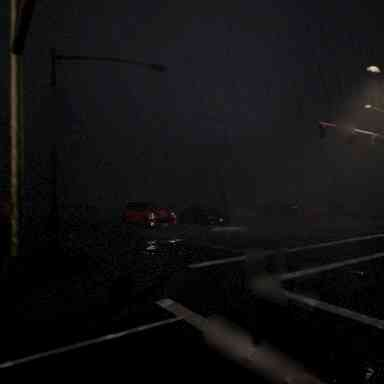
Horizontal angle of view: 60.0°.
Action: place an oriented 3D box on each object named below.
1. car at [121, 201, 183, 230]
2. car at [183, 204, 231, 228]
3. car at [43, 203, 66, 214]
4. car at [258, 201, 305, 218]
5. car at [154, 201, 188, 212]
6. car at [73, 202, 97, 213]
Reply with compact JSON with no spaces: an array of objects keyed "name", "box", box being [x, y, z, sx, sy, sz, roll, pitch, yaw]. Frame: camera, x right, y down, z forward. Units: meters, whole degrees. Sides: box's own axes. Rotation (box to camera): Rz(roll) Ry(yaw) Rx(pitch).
[{"name":"car","box":[-2.897,1.438,21.860,2.097,1.767,4.553,0,0,-36]},{"name":"car","box":[0.713,1.620,22.846,1.994,1.385,4.181,0,0,-36]},{"name":"car","box":[-17.234,2.034,41.700,1.895,1.301,4.718,0,-1,-35]},{"name":"car","box":[8.083,1.543,30.630,2.128,1.511,4.902,1,-1,-29]},{"name":"car","box":[-2.890,1.877,44.703,1.895,1.301,4.718,-1,0,-44]},{"name":"car","box":[-13.812,2.001,42.931,1.895,1.301,4.718,0,-1,-36]}]
